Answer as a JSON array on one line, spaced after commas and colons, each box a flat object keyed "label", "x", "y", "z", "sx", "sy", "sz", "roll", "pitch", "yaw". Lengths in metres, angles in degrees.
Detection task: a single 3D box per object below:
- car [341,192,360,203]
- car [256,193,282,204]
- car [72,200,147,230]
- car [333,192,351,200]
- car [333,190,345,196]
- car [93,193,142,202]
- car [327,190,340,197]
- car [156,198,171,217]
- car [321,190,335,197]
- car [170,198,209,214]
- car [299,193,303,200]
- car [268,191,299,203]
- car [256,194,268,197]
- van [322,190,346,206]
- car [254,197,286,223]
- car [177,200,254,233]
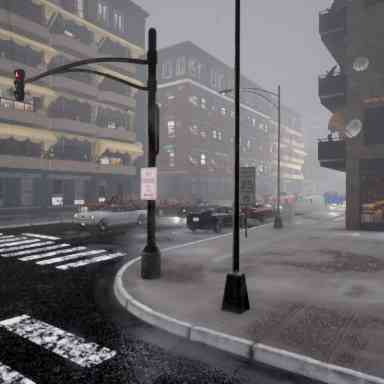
[{"label": "car", "x": 23.831, "y": 0.764, "z": 49.863, "sx": 1.887, "sy": 1.381, "sz": 4.507, "roll": 2, "pitch": 2, "yaw": 35}, {"label": "car", "x": 10.589, "y": 0.881, "z": 45.606, "sx": 1.947, "sy": 1.339, "sz": 4.313, "roll": 2, "pitch": 2, "yaw": 35}, {"label": "car", "x": -4.565, "y": 1.368, "z": 19.578, "sx": 1.895, "sy": 1.301, "sz": 4.718, "roll": 1, "pitch": 1, "yaw": 35}, {"label": "car", "x": 25.871, "y": 0.696, "z": 57.282, "sx": 1.895, "sy": 1.301, "sz": 4.718, "roll": 1, "pitch": 1, "yaw": 35}, {"label": "car", "x": 36.233, "y": 0.257, "z": 82.053, "sx": 1.802, "sy": 1.307, "sz": 4.206, "roll": 2, "pitch": 2, "yaw": 35}, {"label": "car", "x": -5.436, "y": 1.031, "z": 22.821, "sx": 2.192, "sy": 1.841, "sz": 5.009, "roll": 2, "pitch": 2, "yaw": 35}, {"label": "car", "x": 33.027, "y": 0.337, "z": 77.497, "sx": 1.802, "sy": 1.307, "sz": 4.206, "roll": 2, "pitch": 2, "yaw": 35}, {"label": "car", "x": -2.233, "y": 1.181, "z": 27.383, "sx": 1.887, "sy": 1.381, "sz": 4.507, "roll": 2, "pitch": 2, "yaw": 35}, {"label": "car", "x": 29.822, "y": 0.379, "z": 72.941, "sx": 1.887, "sy": 1.381, "sz": 4.507, "roll": 2, "pitch": 2, "yaw": 35}, {"label": "car", "x": 0.529, "y": 1.203, "z": 26.843, "sx": 1.994, "sy": 1.385, "sz": 4.181, "roll": 1, "pitch": 1, "yaw": 34}, {"label": "car", "x": 17.000, "y": 0.720, "z": 54.718, "sx": 1.947, "sy": 1.339, "sz": 4.313, "roll": 2, "pitch": 2, "yaw": 35}, {"label": "car", "x": 11.488, "y": 0.718, "z": 42.339, "sx": 2.097, "sy": 1.767, "sz": 4.553, "roll": 1, "pitch": 1, "yaw": 36}, {"label": "car", "x": 5.782, "y": 1.013, "z": 34.279, "sx": 1.837, "sy": 1.490, "sz": 4.892, "roll": 1, "pitch": 1, "yaw": 35}, {"label": "van", "x": 17.422, "y": 0.721, "z": 40.748, "sx": 1.690, "sy": 1.788, "sz": 3.998, "roll": 2, "pitch": 2, "yaw": 35}, {"label": "car", "x": 4.598, "y": 1.283, "z": 22.529, "sx": 1.802, "sy": 1.307, "sz": 4.206, "roll": 2, "pitch": 2, "yaw": 35}, {"label": "car", "x": 1.392, "y": 1.348, "z": 17.974, "sx": 1.947, "sy": 1.339, "sz": 4.313, "roll": 2, "pitch": 2, "yaw": 35}]
